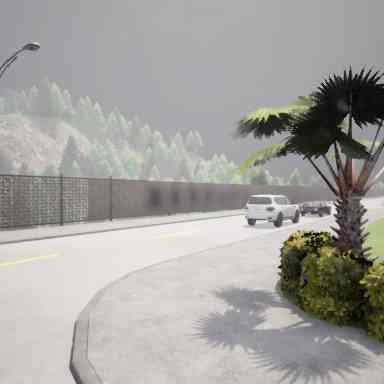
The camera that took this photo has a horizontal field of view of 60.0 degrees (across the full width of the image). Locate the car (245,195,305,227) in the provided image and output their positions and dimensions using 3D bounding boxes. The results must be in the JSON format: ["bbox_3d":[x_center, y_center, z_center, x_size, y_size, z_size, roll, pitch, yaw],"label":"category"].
[{"bbox_3d":[5.660,1.222,23.040,2.150,2.045,5.566,0,0,36],"label":"car"}]

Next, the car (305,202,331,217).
[{"bbox_3d":[11.779,1.602,31.592,1.895,1.301,4.718,0,0,35],"label":"car"}]
